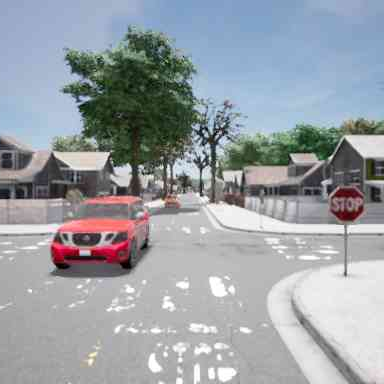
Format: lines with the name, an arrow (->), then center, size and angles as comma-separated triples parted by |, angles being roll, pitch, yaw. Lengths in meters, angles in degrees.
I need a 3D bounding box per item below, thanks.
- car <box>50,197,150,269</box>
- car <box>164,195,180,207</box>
car -> -2.746, 1.200, 11.306 | 2.150, 2.045, 5.566 | 0, 0, 0
car -> -2.736, 1.190, 46.264 | 2.097, 1.767, 4.553 | 0, 0, 0
